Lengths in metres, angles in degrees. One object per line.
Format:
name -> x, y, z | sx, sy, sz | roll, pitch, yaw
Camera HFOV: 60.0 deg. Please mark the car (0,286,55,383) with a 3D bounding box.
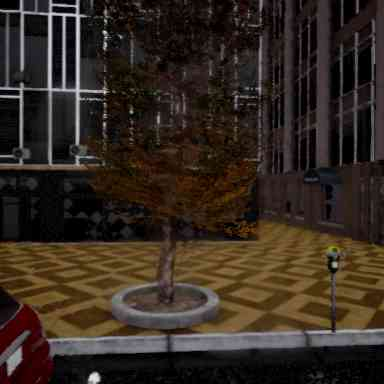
car -> -3.369, 1.365, 2.515 | 4.097, 1.590, 1.967 | 1, 0, -6
